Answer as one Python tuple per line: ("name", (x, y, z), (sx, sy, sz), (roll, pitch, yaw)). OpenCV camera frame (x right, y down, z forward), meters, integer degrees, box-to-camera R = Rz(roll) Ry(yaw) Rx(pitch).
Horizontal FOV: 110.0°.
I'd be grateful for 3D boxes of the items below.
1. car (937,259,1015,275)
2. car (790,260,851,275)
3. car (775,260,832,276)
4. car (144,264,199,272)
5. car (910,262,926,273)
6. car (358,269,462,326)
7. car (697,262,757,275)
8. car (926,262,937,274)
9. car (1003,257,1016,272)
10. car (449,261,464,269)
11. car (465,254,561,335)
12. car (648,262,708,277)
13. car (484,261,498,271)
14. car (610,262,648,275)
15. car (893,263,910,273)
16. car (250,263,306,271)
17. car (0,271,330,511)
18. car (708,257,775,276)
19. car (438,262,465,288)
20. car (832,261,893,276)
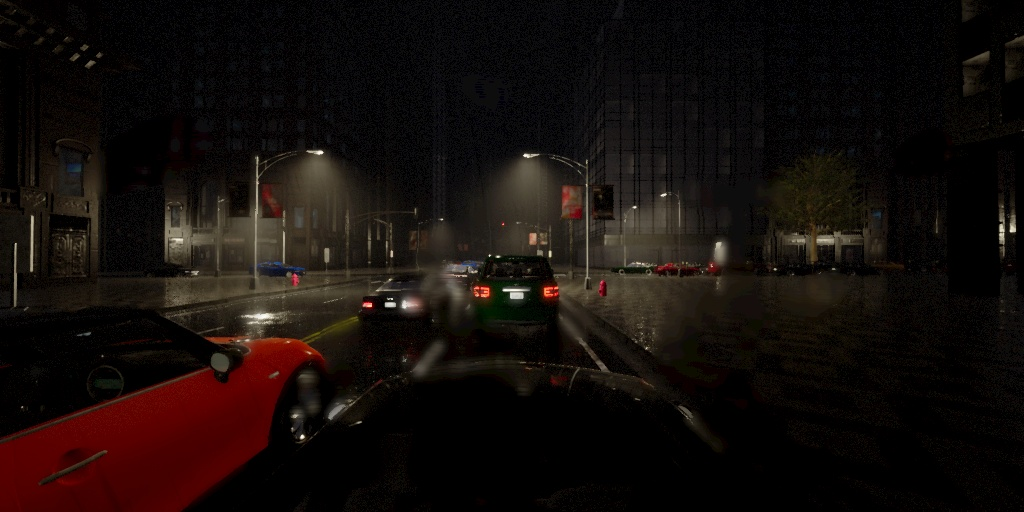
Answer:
("car", (43.559, 1.214, 33.720), (4.507, 1.381, 1.888), (0, 0, -1))
("car", (33.766, 1.251, 39.348), (4.902, 1.511, 2.128), (0, -1, -1))
("car", (26.646, 1.276, 33.485), (4.313, 1.339, 1.948), (0, 0, -1))
("car", (-33.546, 1.503, 35.452), (4.674, 1.442, 1.812), (0, -1, 0))
("car", (49.087, 1.326, 42.321), (4.313, 1.339, 1.948), (0, 0, -1))
("car", (-3.120, 1.307, 11.714), (2.033, 1.411, 5.357), (0, 0, 0))
("car", (23.464, 1.335, 39.222), (5.357, 1.411, 2.033), (0, -1, -1))
("car", (45.652, 1.201, 36.324), (4.892, 1.490, 1.837), (0, -1, -1))
("car", (49.198, 0.973, 33.797), (5.009, 1.841, 2.192), (0, 0, -1))
("car", (-9.711, 1.571, 63.178), (1.812, 1.442, 4.674), (0, 0, 1))
("car", (0.115, 0.979, 10.630), (2.150, 2.045, 5.566), (0, 0, 0))
("car", (15.370, 1.327, 33.330), (4.207, 1.307, 1.802), (0, 0, -1))
("car", (-3.092, 1.509, 54.449), (1.812, 1.442, 4.674), (0, 0, 1))
("car", (13.214, 1.422, 39.075), (4.718, 1.301, 1.895), (0, -1, 0))
("car", (43.278, 1.296, 42.241), (4.829, 1.417, 1.751), (0, 0, -1))
("car", (-23.038, 1.407, 35.427), (5.008, 1.535, 1.882), (0, -1, 0))
("car", (-3.147, 1.102, 2.303), (2.097, 1.767, 4.553), (0, 0, 0))
("car", (21.008, 1.041, 33.408), (5.009, 1.841, 2.192), (0, 0, -1))
("car", (-3.121, 1.280, 21.451), (2.128, 1.511, 4.902), (0, 0, 0))
("car", (32.283, 1.260, 33.563), (4.313, 1.339, 1.948), (0, 0, -1))
